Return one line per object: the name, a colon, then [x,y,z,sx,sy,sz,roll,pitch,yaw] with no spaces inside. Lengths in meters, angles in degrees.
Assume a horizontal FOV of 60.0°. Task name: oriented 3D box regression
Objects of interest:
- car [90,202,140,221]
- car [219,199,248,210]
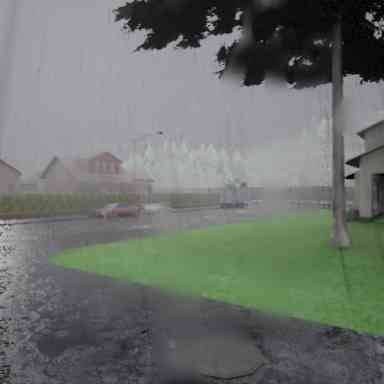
car: [-6.306,1.564,27.569,1.994,1.385,4.181,0,0,36]
car: [5.524,1.604,43.953,1.895,1.301,4.718,0,0,36]
